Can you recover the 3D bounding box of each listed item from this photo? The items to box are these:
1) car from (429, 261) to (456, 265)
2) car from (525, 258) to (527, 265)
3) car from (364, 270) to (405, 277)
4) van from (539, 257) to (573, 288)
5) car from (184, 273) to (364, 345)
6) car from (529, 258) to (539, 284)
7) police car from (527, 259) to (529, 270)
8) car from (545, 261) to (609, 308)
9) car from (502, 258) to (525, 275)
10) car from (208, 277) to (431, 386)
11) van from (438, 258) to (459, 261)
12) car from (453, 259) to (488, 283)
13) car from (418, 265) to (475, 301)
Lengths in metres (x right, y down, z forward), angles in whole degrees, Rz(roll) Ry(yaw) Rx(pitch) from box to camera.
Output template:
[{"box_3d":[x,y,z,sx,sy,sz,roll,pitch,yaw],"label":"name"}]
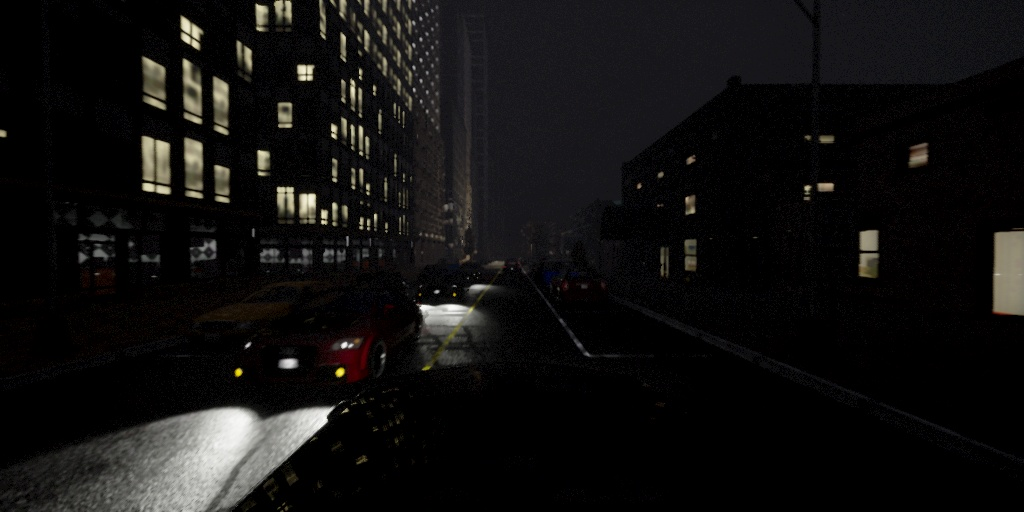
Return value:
[{"box_3d":[-5.654,1.259,26.491,1.948,1.339,4.313,0,0,0],"label":"car"},{"box_3d":[3.154,1.149,48.053,1.837,1.490,4.892,0,0,0],"label":"car"},{"box_3d":[-5.656,1.285,15.202,1.948,1.339,4.313,0,0,0],"label":"car"},{"box_3d":[2.693,1.047,20.790,1.690,1.789,3.998,0,0,0],"label":"van"},{"box_3d":[-5.827,1.258,9.388,1.751,1.417,4.829,0,0,0],"label":"car"},{"box_3d":[2.694,1.008,26.434,2.192,1.841,5.009,0,0,0],"label":"car"},{"box_3d":[3.141,1.085,41.162,1.930,1.638,5.238,0,0,0],"label":"police car"},{"box_3d":[2.692,1.159,15.146,1.967,1.591,4.097,0,0,0],"label":"car"},{"box_3d":[0.010,1.231,37.978,1.994,1.385,4.181,0,0,0],"label":"car"},{"box_3d":[-3.101,1.302,6.966,1.994,1.385,4.181,0,0,0],"label":"car"},{"box_3d":[-5.653,1.022,32.135,1.690,1.789,3.998,0,0,0],"label":"van"},{"box_3d":[-3.086,1.197,27.193,1.837,1.490,4.892,0,0,0],"label":"car"},{"box_3d":[-3.096,1.280,16.819,1.994,1.385,4.181,0,0,0],"label":"car"}]
